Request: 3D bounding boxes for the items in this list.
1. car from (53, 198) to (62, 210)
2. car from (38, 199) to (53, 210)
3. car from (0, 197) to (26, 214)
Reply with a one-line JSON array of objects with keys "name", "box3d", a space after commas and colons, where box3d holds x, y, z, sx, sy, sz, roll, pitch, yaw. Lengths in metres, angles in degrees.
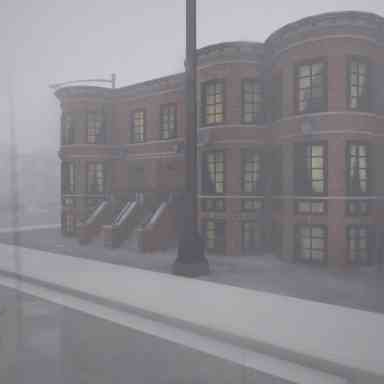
[{"name": "car", "box3d": [-14.209, 1.601, 41.203, 1.895, 1.301, 4.718, 0, 0, 36]}, {"name": "car", "box3d": [-17.273, 1.478, 42.933, 1.882, 1.535, 5.008, 0, 0, 35]}, {"name": "car", "box3d": [-19.492, 1.352, 33.798, 2.097, 1.767, 4.553, 0, 0, 35]}]
